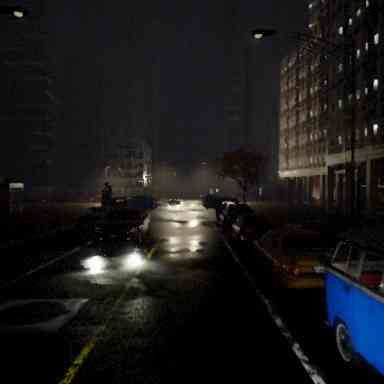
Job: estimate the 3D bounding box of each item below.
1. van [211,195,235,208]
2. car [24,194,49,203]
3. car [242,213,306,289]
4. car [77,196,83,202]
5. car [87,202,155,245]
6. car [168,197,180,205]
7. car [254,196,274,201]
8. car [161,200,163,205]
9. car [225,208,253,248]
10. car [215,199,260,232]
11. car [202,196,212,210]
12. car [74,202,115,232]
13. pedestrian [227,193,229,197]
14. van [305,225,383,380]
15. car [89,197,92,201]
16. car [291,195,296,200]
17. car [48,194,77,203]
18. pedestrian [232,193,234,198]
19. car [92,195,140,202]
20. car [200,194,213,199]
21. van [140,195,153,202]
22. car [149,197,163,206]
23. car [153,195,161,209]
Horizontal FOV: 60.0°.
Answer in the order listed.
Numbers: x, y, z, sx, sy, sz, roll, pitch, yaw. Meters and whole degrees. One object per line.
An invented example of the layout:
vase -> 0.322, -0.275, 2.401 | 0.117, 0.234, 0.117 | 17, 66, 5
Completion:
van -> 2.674, 1.328, 25.697 | 1.690, 1.788, 3.998 | -1, 0, 0
car -> -33.105, 1.665, 70.175 | 4.097, 1.590, 1.967 | 0, 1, -5
car -> 2.678, 1.521, 8.991 | 1.752, 1.417, 4.829 | -1, 0, 0
car -> -28.195, 1.598, 79.056 | 4.206, 1.307, 1.802 | 0, 1, -5
car -> -3.097, 1.470, 15.624 | 1.882, 1.535, 5.008 | 0, 0, 0
car -> -3.046, 1.568, 57.699 | 1.895, 1.301, 4.718 | 0, 0, 1
car -> 16.130, 1.504, 74.726 | 4.313, 1.339, 1.947 | 0, 1, -5
car -> -5.701, 1.556, 48.200 | 1.802, 1.307, 4.206 | -1, 0, 0
car -> 2.679, 1.575, 14.446 | 1.802, 1.307, 4.206 | -1, 0, 0
car -> 2.676, 1.430, 20.072 | 1.967, 1.590, 4.097 | -1, 0, 0
car -> 2.679, 1.523, 42.573 | 1.887, 1.381, 4.507 | -1, 0, 0
car -> -5.702, 1.541, 20.072 | 2.008, 1.369, 4.403 | -1, 0, 0
pedestrian -> 7.138, 1.115, 65.997 | 0.375, 1.860, 0.375 | -1, 1, 0
van -> 2.674, 1.340, 3.196 | 1.690, 1.788, 3.998 | -1, 0, 0
car -> -22.570, 1.424, 79.574 | 4.097, 1.590, 1.967 | 0, 1, -5
car -> 26.442, 1.264, 84.093 | 4.313, 1.339, 1.947 | 0, 1, -5
car -> -27.487, 1.758, 70.697 | 4.313, 1.339, 1.947 | 0, 1, -5
pedestrian -> 8.138, 1.138, 66.598 | 0.375, 1.860, 0.375 | -1, 1, 0
car -> -5.706, 1.302, 25.697 | 2.192, 1.841, 5.009 | -1, 0, 0
car -> 2.674, 1.290, 48.199 | 2.192, 1.841, 5.009 | -1, 0, 0
van -> -5.706, 1.322, 36.948 | 1.690, 1.788, 3.998 | -1, 0, 0
car -> -5.702, 1.496, 53.655 | 1.752, 1.417, 4.829 | -1, 0, 0
car -> -5.706, 1.293, 42.574 | 2.192, 1.841, 5.009 | -1, 0, 0
